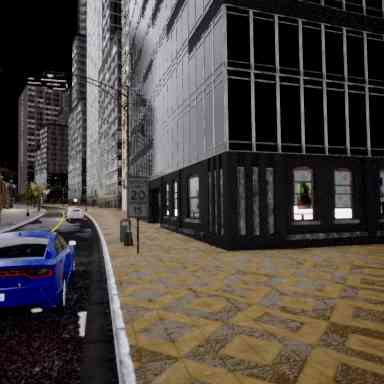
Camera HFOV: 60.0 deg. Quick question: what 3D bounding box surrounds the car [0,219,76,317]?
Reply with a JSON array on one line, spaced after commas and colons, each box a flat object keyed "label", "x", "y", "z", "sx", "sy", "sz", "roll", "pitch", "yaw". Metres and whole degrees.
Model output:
[{"label": "car", "x": -3.865, "y": 1.647, "z": 7.830, "sx": 1.882, "sy": 1.535, "sz": 5.008, "roll": 0, "pitch": -2, "yaw": -16}]

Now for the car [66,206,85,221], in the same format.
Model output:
[{"label": "car", "x": -13.135, "y": 2.514, "z": 37.371, "sx": 1.812, "sy": 1.442, "sz": 4.674, "roll": 0, "pitch": -2, "yaw": -19}]

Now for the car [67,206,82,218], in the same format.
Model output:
[{"label": "car", "x": -16.618, "y": 2.728, "z": 46.938, "sx": 1.882, "sy": 1.535, "sz": 5.008, "roll": 0, "pitch": -2, "yaw": -21}]
